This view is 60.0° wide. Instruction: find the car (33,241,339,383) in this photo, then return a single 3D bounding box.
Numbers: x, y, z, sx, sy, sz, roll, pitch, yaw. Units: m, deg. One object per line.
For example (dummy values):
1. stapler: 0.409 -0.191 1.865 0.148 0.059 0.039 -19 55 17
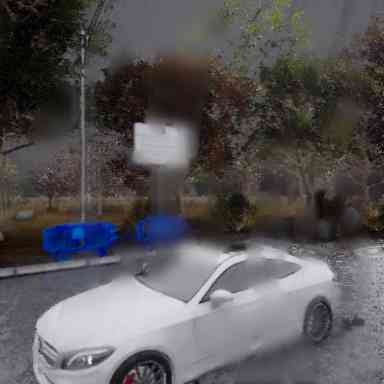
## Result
1. car: 0.276 1.521 4.833 4.674 1.442 1.812 0 0 -35
